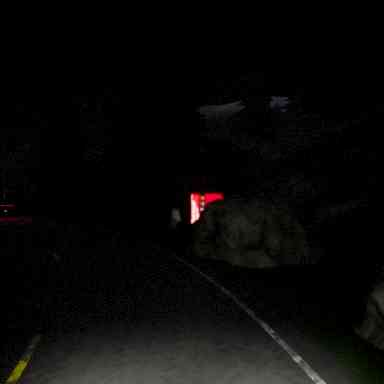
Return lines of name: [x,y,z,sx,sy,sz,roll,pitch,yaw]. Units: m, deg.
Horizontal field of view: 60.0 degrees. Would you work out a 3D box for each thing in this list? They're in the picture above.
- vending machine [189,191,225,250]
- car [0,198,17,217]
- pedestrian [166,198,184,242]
vending machine: [0.561,1.011,12.600,1.100,2.100,0.880,-1,1,-25]
car: [-15.682,1.216,26.800,2.128,1.511,4.902,-1,1,-44]
pedestrian: [-0.685,1.105,13.524,0.375,1.860,0.375,-1,1,-28]
